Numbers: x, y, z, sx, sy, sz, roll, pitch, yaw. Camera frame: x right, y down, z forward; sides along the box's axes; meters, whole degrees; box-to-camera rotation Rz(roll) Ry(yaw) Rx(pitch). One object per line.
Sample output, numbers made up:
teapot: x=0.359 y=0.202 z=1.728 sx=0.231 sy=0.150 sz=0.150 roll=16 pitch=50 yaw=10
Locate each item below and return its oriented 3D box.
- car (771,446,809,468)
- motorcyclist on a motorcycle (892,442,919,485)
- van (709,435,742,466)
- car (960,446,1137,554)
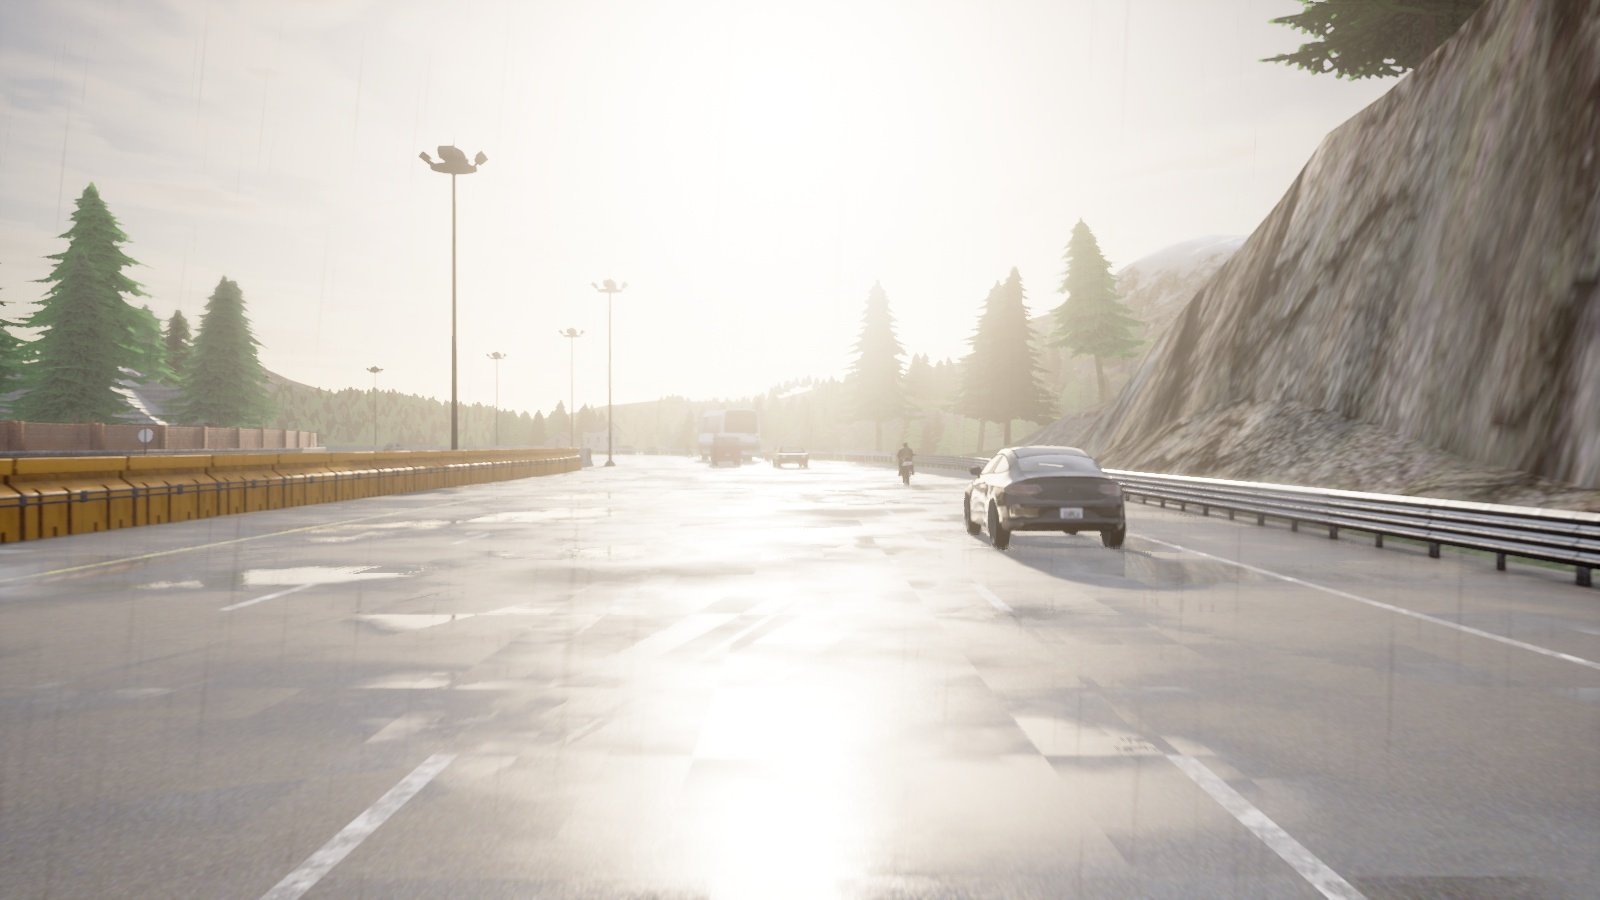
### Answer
car: x=-0.644 y=0.411 z=77.239 sx=1.895 sy=1.301 sz=4.718 roll=0 pitch=0 yaw=-6
motorcyclist on a motorcycle: x=3.805 y=0.476 z=45.376 sx=0.797 sy=1.523 sz=2.044 roll=0 pitch=0 yaw=0
van: x=-4.983 y=0.026 z=83.278 sx=1.775 sy=1.987 sz=4.442 roll=0 pitch=0 yaw=-8
car: x=3.632 y=0.667 z=19.201 sx=1.812 sy=1.442 sz=4.674 roll=0 pitch=0 yaw=0
